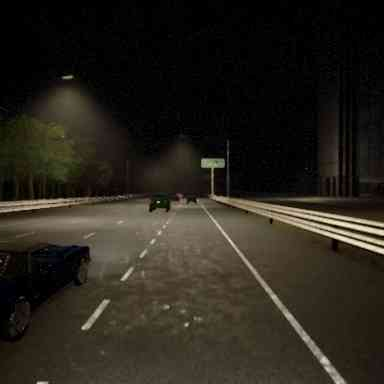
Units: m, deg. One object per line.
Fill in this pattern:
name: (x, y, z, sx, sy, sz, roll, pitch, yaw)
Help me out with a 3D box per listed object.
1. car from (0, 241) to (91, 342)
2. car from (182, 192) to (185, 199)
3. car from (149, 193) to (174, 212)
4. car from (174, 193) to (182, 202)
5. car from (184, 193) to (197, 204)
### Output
car: (-3.502, 1.594, 6.407, 1.895, 1.301, 4.718, 0, 0, 0)
car: (-3.685, 1.150, 91.944, 2.097, 1.767, 4.553, 0, 0, 0)
car: (-3.572, 1.179, 38.055, 2.150, 2.045, 5.566, 0, 0, 0)
car: (-3.704, 1.396, 74.081, 1.812, 1.442, 4.674, 0, 0, 0)
car: (-0.078, 1.407, 62.132, 1.837, 1.490, 4.892, 0, -2, 0)
